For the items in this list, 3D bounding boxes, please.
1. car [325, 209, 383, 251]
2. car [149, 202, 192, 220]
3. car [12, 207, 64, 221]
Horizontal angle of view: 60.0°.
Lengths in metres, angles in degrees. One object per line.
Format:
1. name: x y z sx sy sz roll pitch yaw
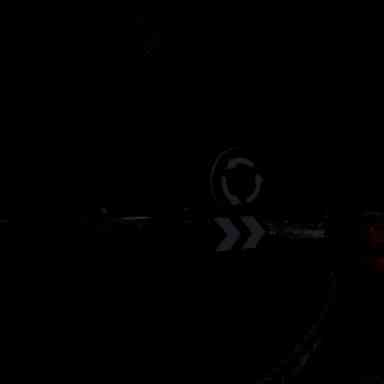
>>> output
1. car: 7.295 1.471 14.063 1.882 1.535 5.008 0 0 2
2. car: -2.053 1.782 33.224 4.553 1.767 2.097 -1 -1 27
3. car: -16.017 2.241 34.657 4.718 1.301 1.895 -1 -1 -12
